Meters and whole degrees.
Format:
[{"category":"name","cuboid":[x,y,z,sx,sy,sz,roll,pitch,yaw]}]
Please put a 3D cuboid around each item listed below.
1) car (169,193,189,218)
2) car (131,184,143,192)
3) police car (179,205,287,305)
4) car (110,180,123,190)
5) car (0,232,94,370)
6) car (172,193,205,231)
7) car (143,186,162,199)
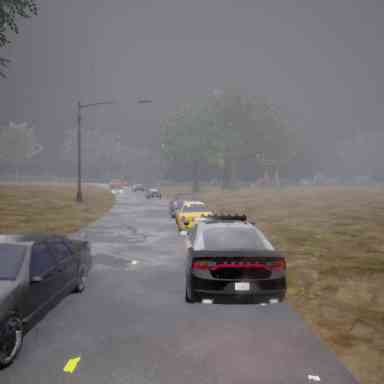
[{"category":"car","cuboid":[-0.562,0.871,24.189,2.097,1.767,4.553,-1,1,-7]},{"category":"car","cuboid":[-10.355,-0.816,63.606,1.837,1.490,4.892,0,3,-20]},{"category":"police car","cuboid":[0.749,1.359,8.208,1.930,1.638,5.238,0,1,-2]},{"category":"car","cuboid":[-15.889,-1.511,69.662,2.150,2.045,5.566,0,2,-21]},{"category":"car","cuboid":[-3.221,1.480,5.827,2.033,1.411,5.357,0,1,-2]},{"category":"car","cuboid":[0.046,1.170,18.367,1.801,1.575,5.366,-2,3,-5]},{"category":"car","cuboid":[-5.314,0.165,45.665,1.812,1.442,4.674,0,3,-13]}]
